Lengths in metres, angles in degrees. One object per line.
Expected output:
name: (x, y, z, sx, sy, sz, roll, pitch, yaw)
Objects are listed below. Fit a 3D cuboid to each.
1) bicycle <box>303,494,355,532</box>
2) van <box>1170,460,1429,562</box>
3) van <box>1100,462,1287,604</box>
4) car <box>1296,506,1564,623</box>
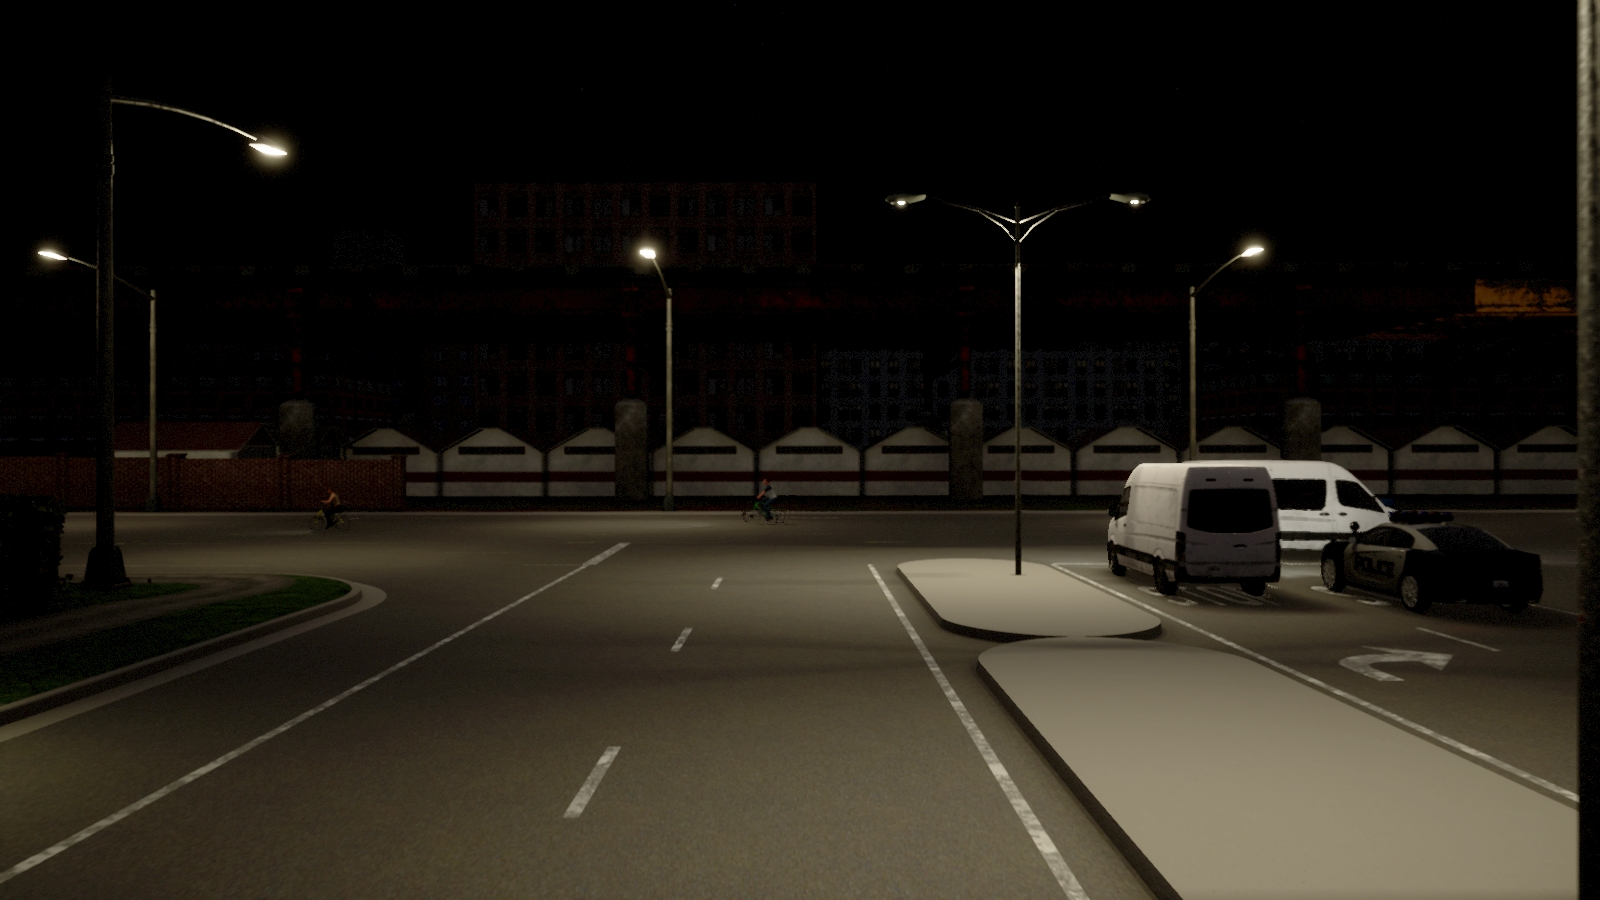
bicycle: (-16.754, 2.248, 40.649, 1.487, 1.301, 0.859, 0, 0, 0)
van: (13.023, 1.554, 30.053, 5.915, 2.561, 1.988, 0, 0, 0)
van: (8.039, 1.557, 24.039, 1.988, 2.561, 5.915, 0, 0, 1)
car: (11.381, 1.993, 21.198, 2.097, 1.638, 5.238, 0, 0, 0)
